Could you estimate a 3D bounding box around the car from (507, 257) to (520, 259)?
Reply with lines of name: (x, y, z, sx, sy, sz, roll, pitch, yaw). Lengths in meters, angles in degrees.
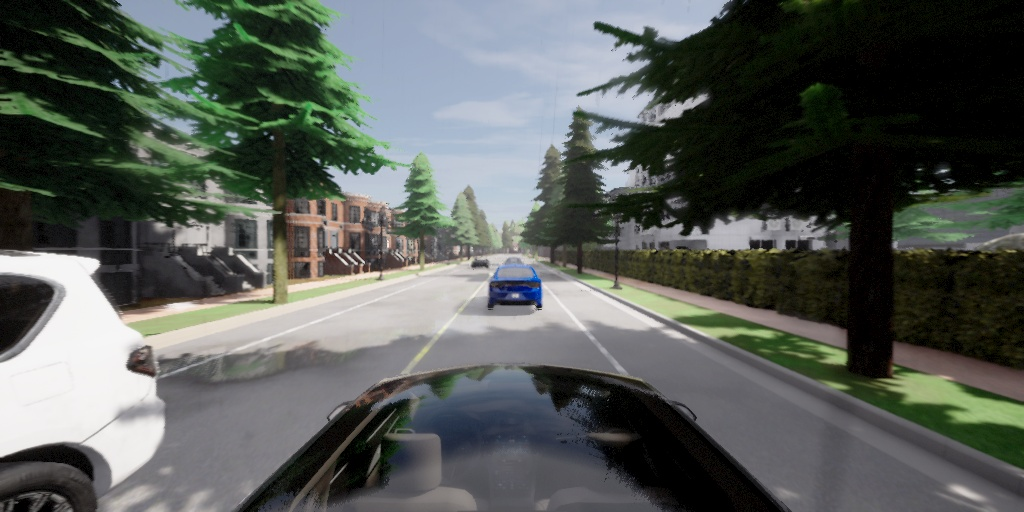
car: (0.139, 0.830, 33.670, 2.033, 1.411, 5.357, 0, 1, 0)

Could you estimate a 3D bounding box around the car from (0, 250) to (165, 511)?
car: (-3.604, 0.988, 0.239, 2.150, 2.045, 5.566, 0, 1, 0)

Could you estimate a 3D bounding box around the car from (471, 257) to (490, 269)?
car: (-3.539, 0.776, 40.729, 1.895, 1.301, 4.718, 0, 1, 0)

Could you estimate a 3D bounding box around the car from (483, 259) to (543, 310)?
car: (0.112, 1.051, 13.786, 1.882, 1.535, 5.008, 0, 1, 0)
